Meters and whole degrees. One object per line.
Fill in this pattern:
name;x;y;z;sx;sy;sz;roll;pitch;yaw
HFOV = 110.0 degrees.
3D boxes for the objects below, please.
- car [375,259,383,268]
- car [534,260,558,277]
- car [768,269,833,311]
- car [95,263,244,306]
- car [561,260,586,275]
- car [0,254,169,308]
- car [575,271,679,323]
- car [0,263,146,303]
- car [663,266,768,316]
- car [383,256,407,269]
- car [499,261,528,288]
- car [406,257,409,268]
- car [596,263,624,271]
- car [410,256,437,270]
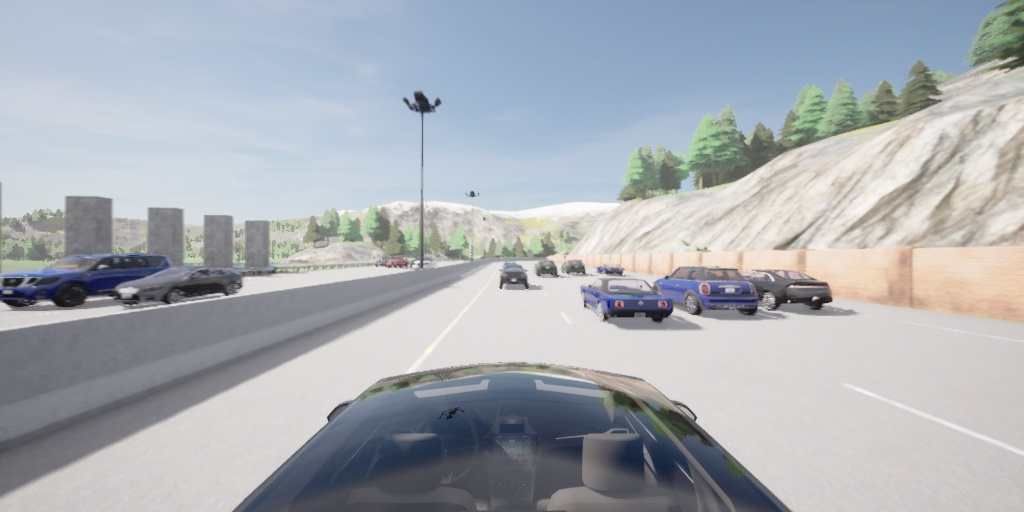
car;-21.746;1.215;61.056;2.128;1.511;4.902;0;0;-1
car;3.409;1.158;36.819;2.097;1.767;4.553;0;0;-1
car;10.612;1.301;14.963;2.128;1.511;4.902;0;0;0
car;-14.083;1.202;15.564;2.128;1.511;4.902;0;0;0
car;6.837;1.176;40.341;2.097;1.767;4.553;0;0;-1
car;-17.581;0.918;15.276;2.150;2.045;5.566;0;0;0
car;3.588;1.378;12.239;1.895;1.301;4.718;0;0;0
car;-21.080;1.161;17.240;1.882;1.535;5.008;0;0;0
car;7.106;1.145;13.798;2.097;1.767;4.553;0;0;0
car;-18.165;0.968;57.184;2.150;2.045;5.566;0;0;-1
car;0.098;1.303;24.136;1.812;1.442;4.674;0;0;0
car;-14.661;1.109;56.651;2.097;1.767;4.553;0;0;-1
car;10.421;1.438;38.681;1.895;1.301;4.718;0;0;-1
car;-10.933;0.978;45.446;2.150;2.045;5.566;0;0;-1
